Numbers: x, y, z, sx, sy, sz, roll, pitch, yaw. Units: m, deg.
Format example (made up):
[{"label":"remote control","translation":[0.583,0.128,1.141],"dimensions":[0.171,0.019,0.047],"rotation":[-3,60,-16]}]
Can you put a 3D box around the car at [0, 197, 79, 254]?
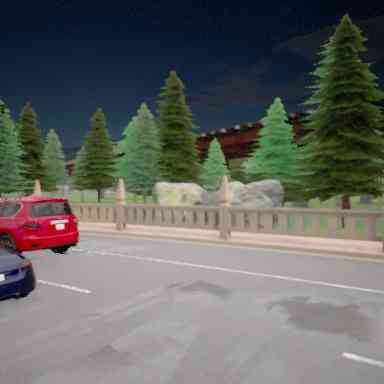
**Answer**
[{"label":"car","translation":[-6.536,1.200,11.850],"dimensions":[5.566,2.045,2.150],"rotation":[0,0,29]}]

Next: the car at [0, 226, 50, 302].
[{"label":"car","translation":[-5.298,1.554,7.080],"dimensions":[4.181,1.385,1.994],"rotation":[0,0,31]}]
